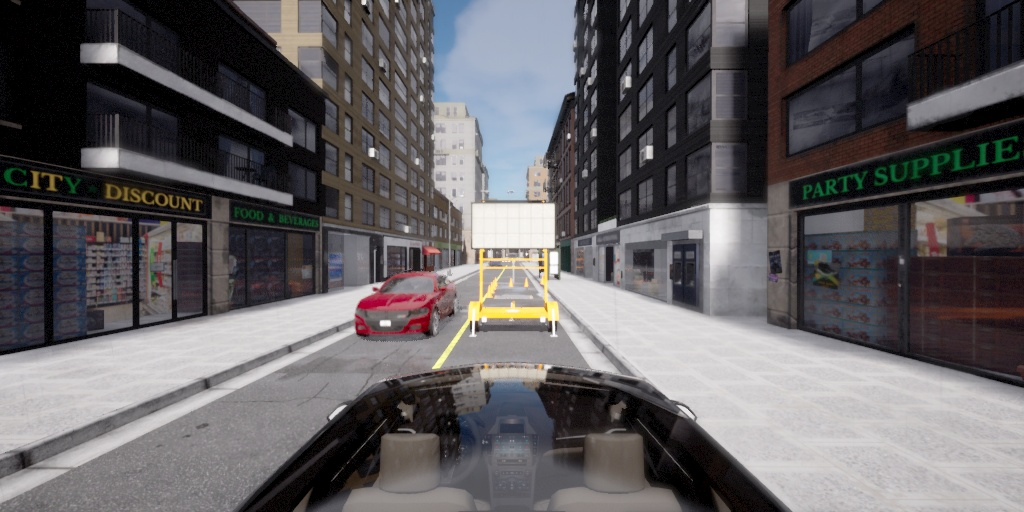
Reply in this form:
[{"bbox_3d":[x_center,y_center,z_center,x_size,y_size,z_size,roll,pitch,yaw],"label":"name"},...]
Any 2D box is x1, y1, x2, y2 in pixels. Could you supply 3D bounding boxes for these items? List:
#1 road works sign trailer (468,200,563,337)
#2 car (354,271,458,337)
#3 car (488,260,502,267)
[{"bbox_3d":[0.044,0.213,10.271,2.380,3.560,2.880,0,0,0],"label":"road works sign trailer"},{"bbox_3d":[-2.804,1.226,10.470,1.882,1.535,5.008,0,0,0],"label":"car"},{"bbox_3d":[-2.582,1.280,55.543,1.994,1.385,4.181,0,0,0],"label":"car"}]
